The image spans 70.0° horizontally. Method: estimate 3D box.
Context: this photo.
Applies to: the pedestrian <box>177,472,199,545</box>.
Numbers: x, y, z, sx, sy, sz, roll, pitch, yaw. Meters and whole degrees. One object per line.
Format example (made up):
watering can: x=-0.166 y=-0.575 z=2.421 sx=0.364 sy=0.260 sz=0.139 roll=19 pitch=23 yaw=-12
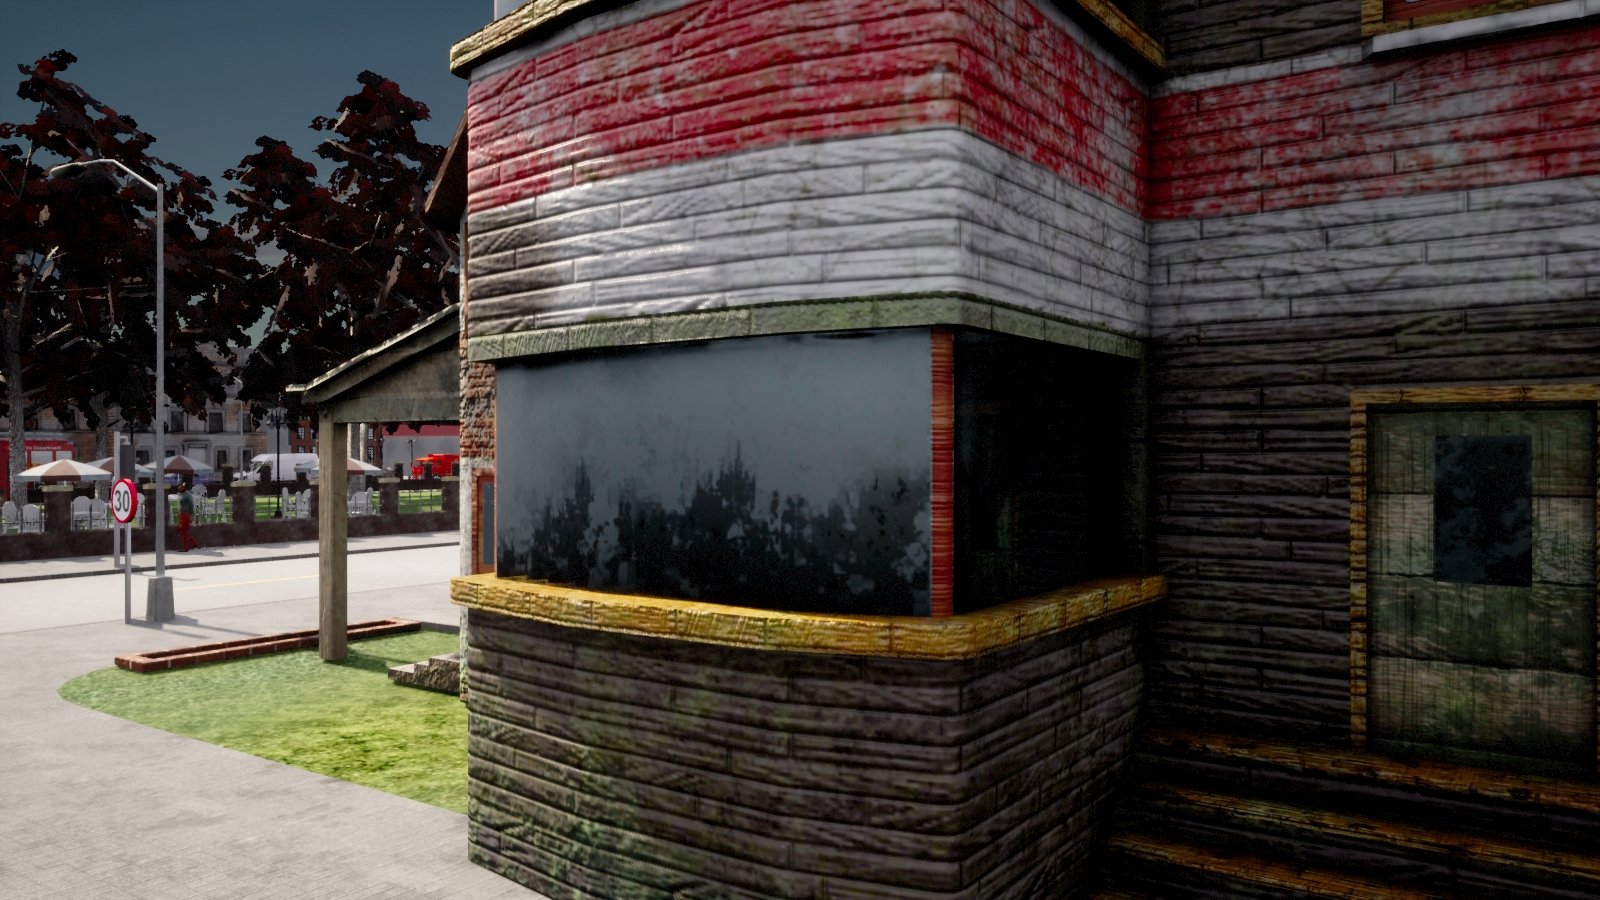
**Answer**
pedestrian: x=-15.971 y=1.517 z=29.823 sx=0.375 sy=1.860 sz=0.375 roll=0 pitch=0 yaw=36
